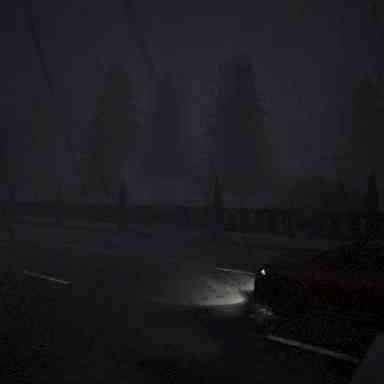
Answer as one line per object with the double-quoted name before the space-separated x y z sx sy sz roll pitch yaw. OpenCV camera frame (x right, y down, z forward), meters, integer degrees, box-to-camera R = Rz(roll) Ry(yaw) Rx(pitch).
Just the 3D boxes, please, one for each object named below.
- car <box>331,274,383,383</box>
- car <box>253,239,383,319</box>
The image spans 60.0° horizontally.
"car" 3.337 1.599 1.613 4.718 1.301 1.895 0 0 36
"car" 3.251 1.564 5.973 4.181 1.385 1.994 0 0 36
